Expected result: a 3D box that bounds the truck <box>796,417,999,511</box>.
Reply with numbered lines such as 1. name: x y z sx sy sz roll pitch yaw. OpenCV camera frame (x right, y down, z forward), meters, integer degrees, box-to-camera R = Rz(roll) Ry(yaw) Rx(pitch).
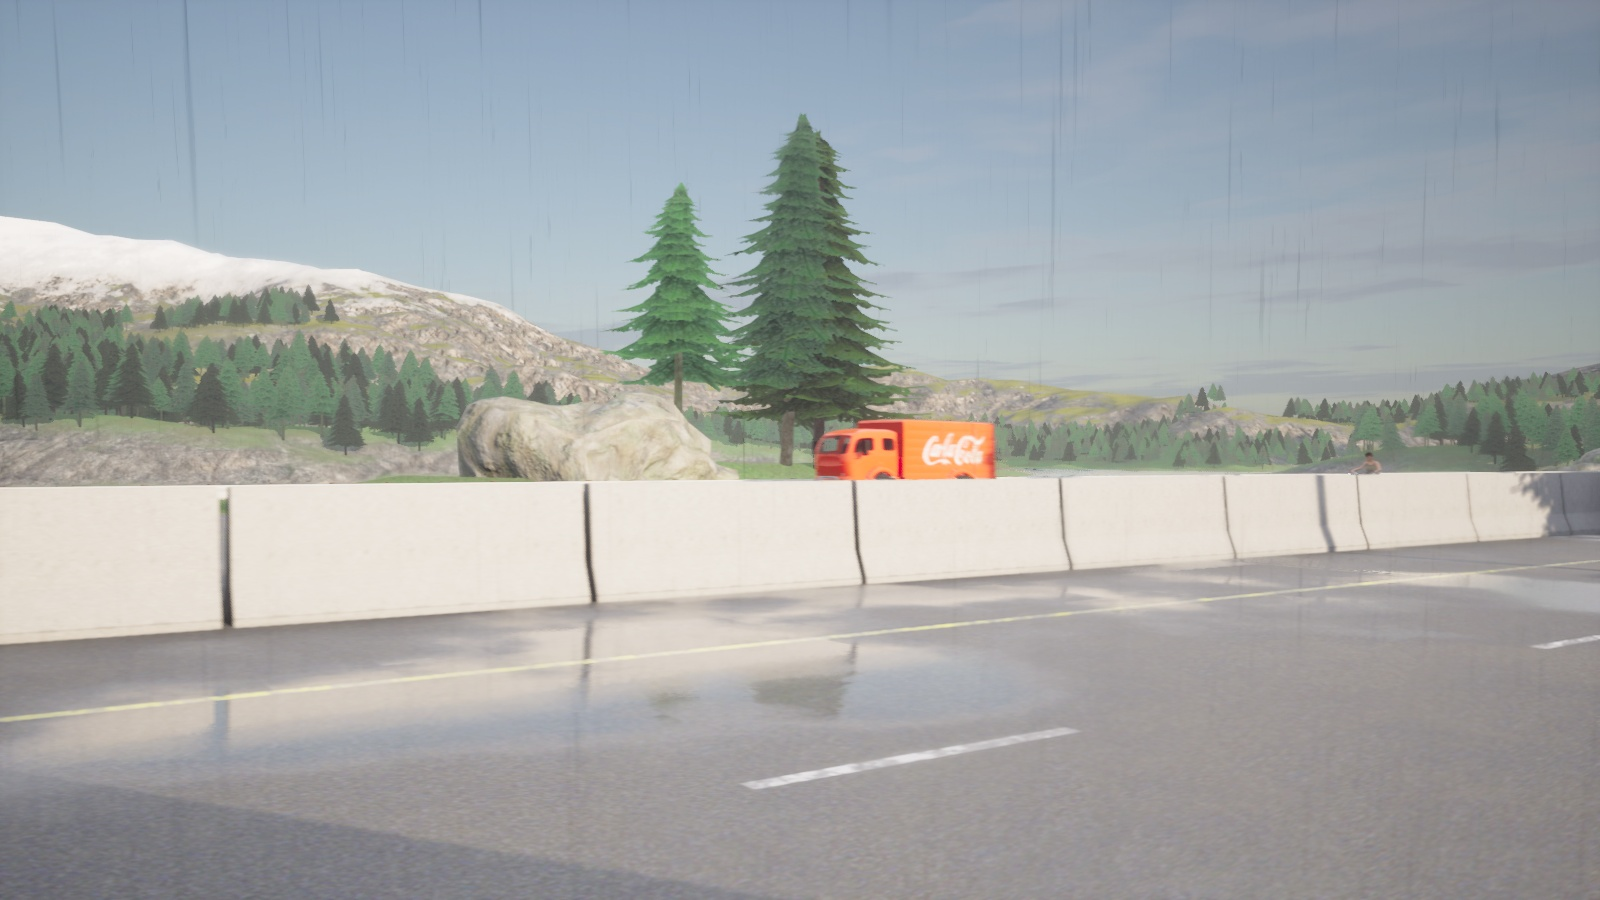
1. truck: 2.783 0.379 35.433 5.204 2.467 2.627 0 0 -35
